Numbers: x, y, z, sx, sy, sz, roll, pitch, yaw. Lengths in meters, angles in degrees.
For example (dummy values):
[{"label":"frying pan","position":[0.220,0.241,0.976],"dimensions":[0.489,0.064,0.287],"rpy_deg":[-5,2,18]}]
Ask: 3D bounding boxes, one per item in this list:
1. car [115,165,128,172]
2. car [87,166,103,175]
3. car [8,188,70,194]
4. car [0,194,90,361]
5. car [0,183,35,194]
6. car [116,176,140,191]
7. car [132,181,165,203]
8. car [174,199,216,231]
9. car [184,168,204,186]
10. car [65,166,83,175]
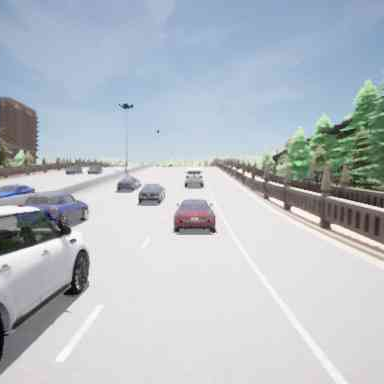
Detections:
[{"label":"car","position":[-13.704,-4.555,64.803],"dimensions":[1.812,1.442,4.674],"rpy_deg":[0,7,-1]},{"label":"car","position":[-17.255,-3.883,59.154],"dimensions":[1.837,1.490,4.892],"rpy_deg":[0,8,1]},{"label":"car","position":[-6.868,0.799,16.871],"dimensions":[2.097,1.767,4.553],"rpy_deg":[0,4,1]},{"label":"car","position":[-3.400,1.193,5.274],"dimensions":[2.150,2.045,5.566],"rpy_deg":[0,1,0]},{"label":"car","position":[-13.923,0.155,25.728],"dimensions":[1.882,1.535,5.008],"rpy_deg":[0,6,0]},{"label":"car","position":[-6.804,-1.003,36.010],"dimensions":[2.033,1.411,5.357],"rpy_deg":[0,7,1]},{"label":"car","position":[-3.312,-0.002,27.803],"dimensions":[2.033,1.411,5.357],"rpy_deg":[0,7,0]},{"label":"car","position":[0.133,1.032,16.674],"dimensions":[1.994,1.385,4.181],"rpy_deg":[0,4,0]},{"label":"car","position":[0.257,-1.876,40.407],"dimensions":[2.150,2.045,5.566],"rpy_deg":[0,7,0]},{"label":"car","position":[-20.761,-3.817,58.602],"dimensions":[1.837,1.490,4.892],"rpy_deg":[0,7,1]}]
